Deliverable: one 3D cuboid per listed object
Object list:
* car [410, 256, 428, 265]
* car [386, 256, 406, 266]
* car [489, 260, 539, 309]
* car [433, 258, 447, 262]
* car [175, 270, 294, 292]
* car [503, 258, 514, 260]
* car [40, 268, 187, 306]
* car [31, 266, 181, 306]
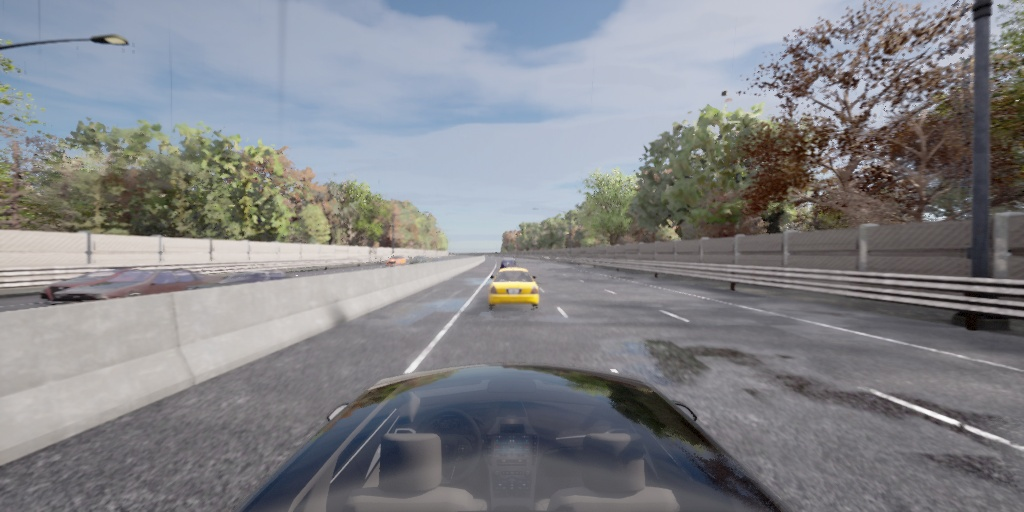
[{"bbox_3d":[-14.919,0.727,57.688,2.097,1.767,4.553,0,0,-1],"label":"car"},{"bbox_3d":[-18.404,0.731,57.119,2.097,1.767,4.553,0,0,-1],"label":"car"},{"bbox_3d":[0.048,1.122,14.355,1.801,1.575,5.366,0,0,0],"label":"car"},{"bbox_3d":[-11.403,0.946,56.630,1.994,1.385,4.181,0,0,-1],"label":"car"},{"bbox_3d":[-10.650,1.268,14.765,1.895,1.301,4.718,0,0,0],"label":"car"},{"bbox_3d":[-0.493,0.948,47.275,2.163,1.488,4.792,0,0,-1],"label":"car"},{"bbox_3d":[-14.147,1.220,14.217,2.033,1.411,5.357,0,0,0],"label":"car"},{"bbox_3d":[-17.659,1.225,15.987,1.994,1.385,4.181,0,0,0],"label":"car"}]
